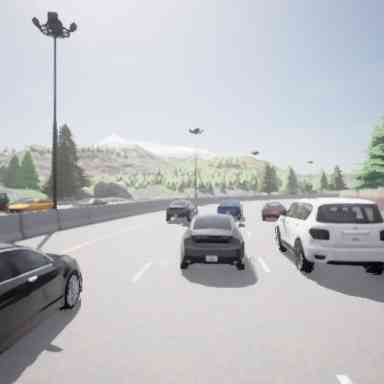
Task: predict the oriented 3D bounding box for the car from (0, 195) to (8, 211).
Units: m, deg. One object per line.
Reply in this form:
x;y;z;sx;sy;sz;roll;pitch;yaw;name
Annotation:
-16.959;1.308;34.504;1.882;1.535;5.008;0;0;13;car

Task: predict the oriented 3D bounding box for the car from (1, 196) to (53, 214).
-14.342;1.331;30.120;1.882;1.535;5.008;0;0;12;car

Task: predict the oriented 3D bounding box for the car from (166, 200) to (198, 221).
-0.702;1.414;26.042;1.837;1.490;4.892;0;0;11;car

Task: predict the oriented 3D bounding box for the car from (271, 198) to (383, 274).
4.164;1.198;10.685;2.150;2.045;5.566;0;0;5;car

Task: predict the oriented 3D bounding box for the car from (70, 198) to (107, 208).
-10.141;1.349;32.977;2.128;1.511;4.902;0;0;13;car

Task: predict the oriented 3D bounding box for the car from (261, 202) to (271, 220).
6.689;1.493;27.187;1.994;1.385;4.181;0;0;12;car

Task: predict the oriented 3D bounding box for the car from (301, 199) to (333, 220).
10.528;1.414;28.427;1.882;1.535;5.008;0;0;13;car

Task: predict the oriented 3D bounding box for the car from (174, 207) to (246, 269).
0.716;1.469;11.027;1.837;1.490;4.892;0;0;5;car

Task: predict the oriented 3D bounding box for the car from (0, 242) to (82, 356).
-3.198;1.478;4.853;1.837;1.490;4.892;0;0;2;car

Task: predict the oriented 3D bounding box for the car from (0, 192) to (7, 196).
-20.831;1.043;33.302;2.150;2.045;5.566;0;0;13;car

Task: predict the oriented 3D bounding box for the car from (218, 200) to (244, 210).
3.236;1.394;27.806;1.882;1.535;5.008;0;0;12;car
